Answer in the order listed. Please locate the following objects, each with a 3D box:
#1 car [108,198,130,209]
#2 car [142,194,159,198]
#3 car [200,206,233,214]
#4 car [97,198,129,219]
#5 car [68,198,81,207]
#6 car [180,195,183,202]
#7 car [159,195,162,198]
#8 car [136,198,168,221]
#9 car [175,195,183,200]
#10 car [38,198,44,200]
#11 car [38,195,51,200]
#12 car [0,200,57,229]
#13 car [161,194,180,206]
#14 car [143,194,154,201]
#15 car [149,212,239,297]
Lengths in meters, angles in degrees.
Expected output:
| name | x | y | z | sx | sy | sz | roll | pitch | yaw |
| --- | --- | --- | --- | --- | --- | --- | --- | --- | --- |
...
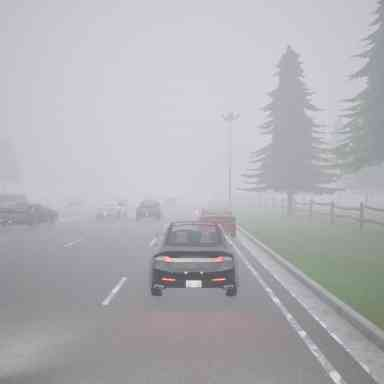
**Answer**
| name | x | y | z | sx | sy | sz | roll | pitch | yaw |
| --- | --- | --- | --- | --- | --- | --- | --- | --- | --- |
| car | -10.414 | 1.547 | 47.971 | 2.033 | 1.411 | 5.357 | 0 | 0 | 0 |
| car | -6.915 | 1.477 | 53.847 | 1.882 | 1.535 | 5.008 | 0 | 0 | 0 |
| car | 1.220 | 1.478 | 17.939 | 1.882 | 1.535 | 5.008 | 0 | 0 | 0 |
| car | -6.922 | 1.525 | 28.838 | 1.812 | 1.442 | 4.674 | 0 | 0 | 0 |
| car | -18.237 | 1.600 | 51.490 | 1.895 | 1.301 | 4.718 | 0 | 0 | -20 |
| car | -3.521 | 1.525 | 74.946 | 2.128 | 1.511 | 4.902 | 0 | 0 | 0 |
| car | -7.023 | 1.525 | 81.822 | 2.128 | 1.511 | 4.902 | 0 | 0 | 0 |
| car | -3.408 | 1.492 | 27.506 | 2.128 | 1.511 | 4.902 | 0 | 0 | 0 |
| car | -3.526 | 1.539 | 93.897 | 2.033 | 1.411 | 5.357 | 0 | 0 | 0 |
| car | -13.907 | 1.477 | 26.240 | 1.882 | 1.535 | 5.008 | 0 | 0 | 0 |
| car | -34.362 | 1.477 | 77.386 | 1.882 | 1.535 | 5.008 | 0 | 0 | -40 |
| car | -10.406 | 1.491 | 21.566 | 2.128 | 1.511 | 4.902 | 0 | 0 | 0 |
| car | -3.415 | 1.477 | 53.358 | 1.882 | 1.535 | 5.008 | 0 | 0 | 0 |
| car | -10.523 | 1.355 | 81.082 | 2.097 | 1.767 | 4.553 | 0 | 0 | 0 |
| car | 0.050 | 1.491 | 8.597 | 2.128 | 1.511 | 4.902 | 0 | 0 | 0 |
